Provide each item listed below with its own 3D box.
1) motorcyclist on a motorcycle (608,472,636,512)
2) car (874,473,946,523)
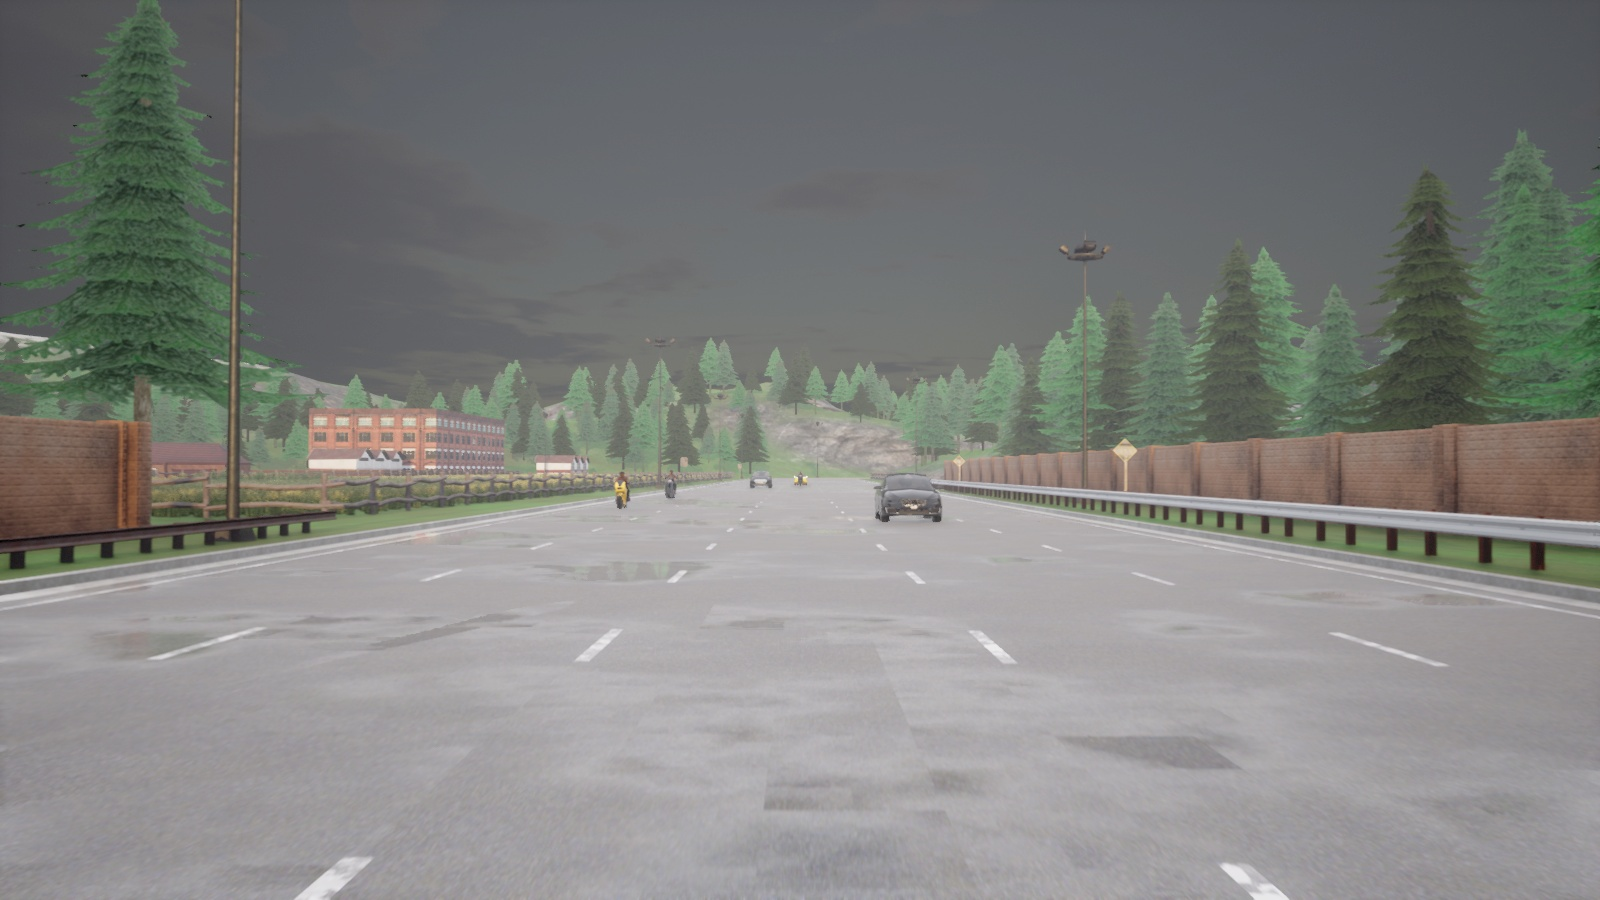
[{"bbox_3d":[-7.122,1.667,50.322,0.797,1.523,2.044,0,-1,0],"label":"motorcyclist on a motorcycle"},{"bbox_3d":[3.404,1.471,39.722,1.837,1.490,4.892,0,-1,0],"label":"car"}]
